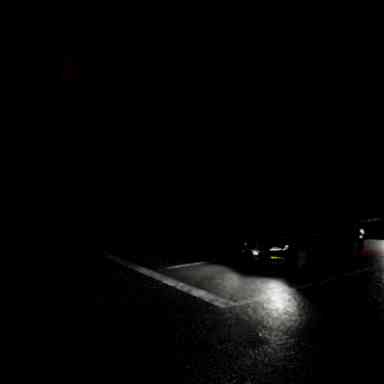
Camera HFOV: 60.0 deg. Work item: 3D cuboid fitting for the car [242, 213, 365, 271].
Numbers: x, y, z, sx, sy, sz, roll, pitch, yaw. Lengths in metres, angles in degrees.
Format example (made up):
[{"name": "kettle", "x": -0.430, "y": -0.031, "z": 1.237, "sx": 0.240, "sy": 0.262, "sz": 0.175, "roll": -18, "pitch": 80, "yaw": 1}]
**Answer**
[{"name": "car", "x": 3.804, "y": 1.508, "z": 10.989, "sx": 4.892, "sy": 1.490, "sz": 1.837, "roll": 0, "pitch": 0, "yaw": -35}]
